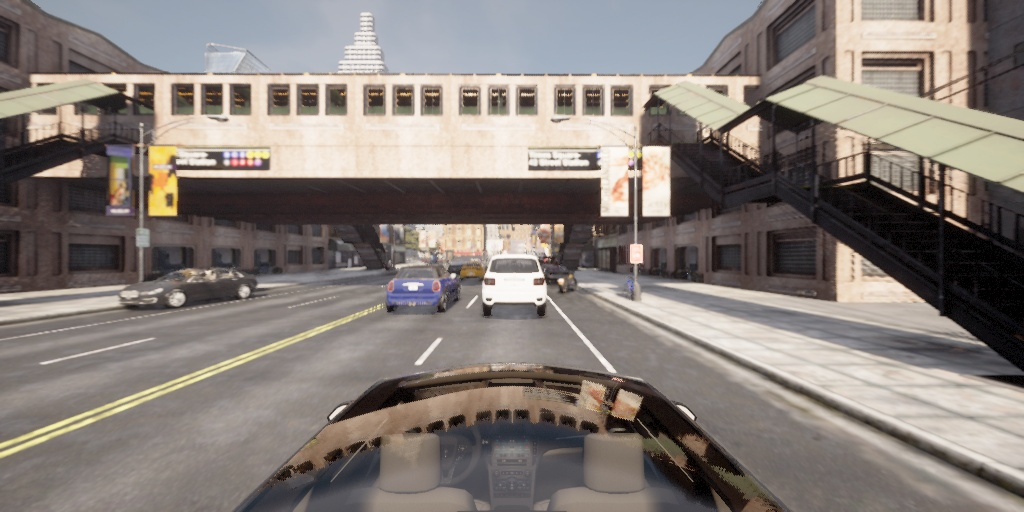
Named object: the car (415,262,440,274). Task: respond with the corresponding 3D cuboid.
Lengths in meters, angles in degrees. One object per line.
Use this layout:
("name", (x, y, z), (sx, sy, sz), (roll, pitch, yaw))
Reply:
("car", (-10.463, 1.427, 44.737), (1.895, 1.301, 4.718), (0, 0, 0))

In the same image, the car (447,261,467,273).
("car", (-6.960, 1.353, 45.621), (1.812, 1.442, 4.674), (0, 0, 0))

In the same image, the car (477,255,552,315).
("car", (0.086, 0.991, 13.909), (2.150, 2.045, 5.566), (0, 0, 0))

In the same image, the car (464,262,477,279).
("car", (-3.299, 1.280, 31.581), (1.882, 1.535, 5.008), (0, 0, 0))

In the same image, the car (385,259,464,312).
("car", (-3.413, 1.124, 14.536), (2.097, 1.767, 4.553), (0, 0, 0))
